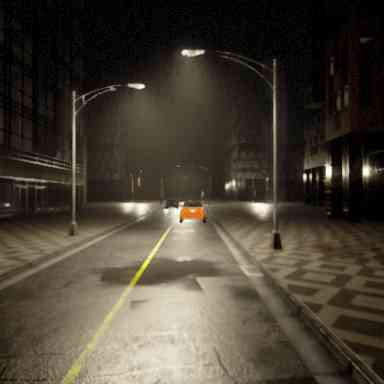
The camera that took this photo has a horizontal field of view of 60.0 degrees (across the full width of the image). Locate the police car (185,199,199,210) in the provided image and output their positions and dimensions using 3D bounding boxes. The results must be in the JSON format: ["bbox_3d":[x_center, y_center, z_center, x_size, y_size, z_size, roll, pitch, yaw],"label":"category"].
[{"bbox_3d":[0.048,1.845,51.013,2.038,1.542,4.974,0,0,0],"label":"police car"}]

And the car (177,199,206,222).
[{"bbox_3d":[0.084,1.539,28.115,2.097,1.767,4.553,0,0,0],"label":"car"}]

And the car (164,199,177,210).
[{"bbox_3d":[-2.973,1.861,50.187,1.812,1.442,4.674,0,-1,1],"label":"car"}]
